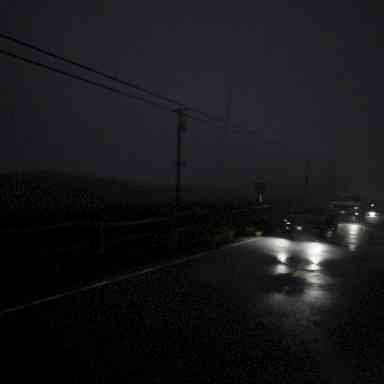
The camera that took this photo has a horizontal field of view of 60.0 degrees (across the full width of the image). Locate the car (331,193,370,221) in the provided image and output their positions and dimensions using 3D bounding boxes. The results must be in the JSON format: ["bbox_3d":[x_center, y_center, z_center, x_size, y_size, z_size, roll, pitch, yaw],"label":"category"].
[{"bbox_3d":[12.611,1.138,26.801,2.150,2.045,5.566,3,1,33],"label":"car"}]

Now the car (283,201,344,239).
[{"bbox_3d":[6.186,1.390,17.007,1.837,1.490,4.892,3,1,34],"label":"car"}]

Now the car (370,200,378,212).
[{"bbox_3d":[20.944,1.555,39.646,1.895,1.301,4.718,3,1,33],"label":"car"}]
